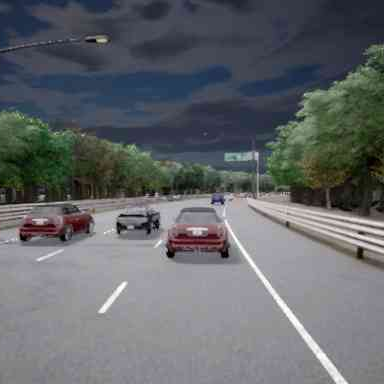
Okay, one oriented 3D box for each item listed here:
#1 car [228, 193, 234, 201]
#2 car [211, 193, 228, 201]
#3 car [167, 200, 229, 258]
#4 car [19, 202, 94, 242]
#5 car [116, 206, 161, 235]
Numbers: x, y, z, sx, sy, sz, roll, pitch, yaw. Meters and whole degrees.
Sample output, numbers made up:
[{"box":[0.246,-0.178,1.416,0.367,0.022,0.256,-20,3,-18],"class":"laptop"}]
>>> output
[{"box":[9.479,1.251,86.079,2.150,2.045,5.566,0,0,13],"class":"car"},{"box":[4.828,1.256,61.067,2.150,2.045,5.566,0,0,9],"class":"car"},{"box":[0.259,1.367,13.102,2.097,1.767,4.553,0,0,2],"class":"car"},{"box":[-6.496,1.358,16.515,2.097,1.767,4.553,0,0,2],"class":"car"},{"box":[-2.900,1.509,18.749,2.128,1.511,4.902,0,0,3],"class":"car"}]
